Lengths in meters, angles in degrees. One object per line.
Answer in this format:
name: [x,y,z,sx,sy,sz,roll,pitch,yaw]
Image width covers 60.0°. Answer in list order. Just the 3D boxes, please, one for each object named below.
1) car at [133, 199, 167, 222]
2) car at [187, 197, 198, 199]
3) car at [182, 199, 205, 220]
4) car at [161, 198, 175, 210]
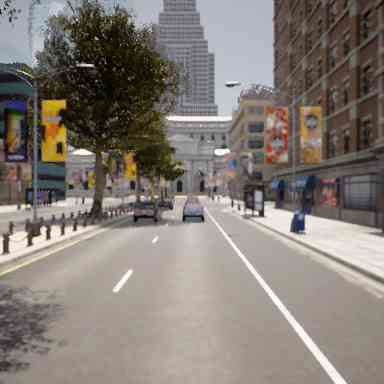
car: [-3.474,1.572,26.709,2.033,1.411,5.357,0,0,1]
car: [0.086,1.391,43.550,2.097,1.767,4.553,0,0,0]
car: [0.106,1.573,28.171,2.033,1.411,5.357,0,0,0]
car: [-3.412,1.544,43.903,1.837,1.490,4.892,0,0,0]
